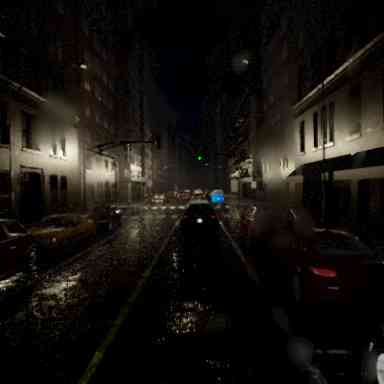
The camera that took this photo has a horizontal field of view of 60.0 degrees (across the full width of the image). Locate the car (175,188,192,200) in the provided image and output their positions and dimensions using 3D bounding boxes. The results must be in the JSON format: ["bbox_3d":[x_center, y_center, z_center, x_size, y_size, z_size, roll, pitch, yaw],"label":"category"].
[{"bbox_3d":[-1.591,0.529,62.962,2.097,1.767,4.553,-1,1,2],"label":"car"}]

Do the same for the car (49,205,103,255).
[{"bbox_3d":[-5.131,1.448,12.893,1.752,1.417,4.829,-1,1,1],"label":"car"}]

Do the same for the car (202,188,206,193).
[{"bbox_3d":[4.018,0.232,73.909,2.192,1.841,5.009,-1,1,1],"label":"car"}]

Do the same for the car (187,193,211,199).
[{"bbox_3d":[0.760,1.119,35.140,1.895,1.301,4.718,-1,1,1],"label":"car"}]

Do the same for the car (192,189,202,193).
[{"bbox_3d":[1.419,0.532,75.715,1.895,1.301,4.718,-1,1,1],"label":"car"}]

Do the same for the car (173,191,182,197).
[{"bbox_3d":[-3.790,0.468,85.417,1.947,1.339,4.313,-1,1,1],"label":"car"}]

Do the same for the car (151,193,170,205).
[{"bbox_3d":[-4.525,1.019,45.655,2.008,1.369,4.403,-1,1,1],"label":"car"}]

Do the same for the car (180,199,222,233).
[{"bbox_3d":[0.419,1.313,17.931,1.994,1.385,4.181,-1,1,1],"label":"car"}]

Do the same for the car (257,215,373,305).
[{"bbox_3d":[2.794,1.427,7.405,1.802,1.307,4.206,-1,1,1],"label":"car"}]

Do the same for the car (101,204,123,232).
[{"bbox_3d":[-5.025,1.395,18.581,2.008,1.369,4.403,-1,1,1],"label":"car"}]

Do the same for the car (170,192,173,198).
[{"bbox_3d":[-4.420,0.934,51.335,1.887,1.381,4.507,-1,1,1],"label":"car"}]

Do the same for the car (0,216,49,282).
[{"bbox_3d":[-5.232,1.436,7.546,1.967,1.590,4.097,-1,1,1],"label":"car"}]

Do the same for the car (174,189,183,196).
[{"bbox_3d":[-3.689,0.134,91.094,2.192,1.841,5.009,-1,1,1],"label":"car"}]

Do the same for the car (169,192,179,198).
[{"bbox_3d":[-3.999,0.633,74.057,1.947,1.339,4.313,-1,1,1],"label":"car"}]

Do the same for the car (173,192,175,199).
[{"bbox_3d":[-4.109,0.678,68.206,1.752,1.417,4.829,-1,1,1],"label":"car"}]

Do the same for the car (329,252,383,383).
[{"bbox_3d":[2.691,1.472,1.887,2.008,1.369,4.403,-1,1,1],"label":"car"}]

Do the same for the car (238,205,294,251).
[{"bbox_3d":[2.893,1.209,12.920,1.967,1.590,4.097,-1,1,1],"label":"car"}]

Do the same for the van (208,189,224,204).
[{"bbox_3d":[3.493,0.659,45.511,1.690,1.788,3.998,-1,1,1],"label":"van"}]

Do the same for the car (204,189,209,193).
[{"bbox_3d":[3.918,0.581,68.233,1.802,1.307,4.206,-1,1,1],"label":"car"}]

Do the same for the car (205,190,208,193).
[{"bbox_3d":[3.708,0.742,56.873,1.802,1.307,4.206,-1,1,1],"label":"car"}]
